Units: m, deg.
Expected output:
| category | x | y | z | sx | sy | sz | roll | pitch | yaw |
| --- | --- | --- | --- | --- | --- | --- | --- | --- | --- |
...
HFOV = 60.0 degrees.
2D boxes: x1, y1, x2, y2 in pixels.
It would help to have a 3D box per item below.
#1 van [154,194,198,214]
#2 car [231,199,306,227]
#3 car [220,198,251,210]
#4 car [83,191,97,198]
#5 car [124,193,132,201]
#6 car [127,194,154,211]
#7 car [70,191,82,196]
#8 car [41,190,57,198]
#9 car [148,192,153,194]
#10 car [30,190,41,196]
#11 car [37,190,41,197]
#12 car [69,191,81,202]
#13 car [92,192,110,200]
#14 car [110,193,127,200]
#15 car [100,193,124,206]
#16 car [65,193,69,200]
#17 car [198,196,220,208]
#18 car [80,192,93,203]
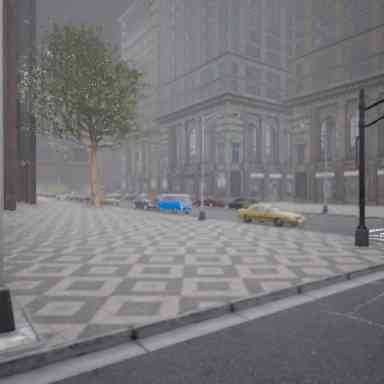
| category | x | y | z | sx | sy | sz | roll | pitch | yaw |
| --- | --- | --- | --- | --- | --- | --- | --- | --- | --- |
| van | -1.579 | 1.075 | 30.790 | 1.690 | 1.788 | 3.998 | 1 | 0 | -35 |
| car | 4.985 | 1.383 | 21.459 | 1.752 | 1.417 | 4.829 | 1 | 0 | -35 |
| car | 5.386 | 1.292 | 35.705 | 1.947 | 1.339 | 4.313 | 1 | 0 | -35 |
| car | -23.712 | 0.563 | 77.047 | 1.887 | 1.381 | 4.507 | 1 | 0 | -35 |
| car | -10.780 | 0.886 | 58.675 | 2.008 | 1.369 | 4.403 | 1 | 0 | -35 |
| car | -4.814 | 1.214 | 35.385 | 2.008 | 1.369 | 4.403 | 1 | 0 | -35 |
| car | -30.178 | 0.447 | 86.233 | 1.802 | 1.307 | 4.206 | 1 | 0 | -35 |
| car | -30.678 | 0.467 | 72.136 | 1.967 | 1.590 | 4.097 | 1 | 0 | -35 |
| car | -4.314 | 1.050 | 49.488 | 2.008 | 1.369 | 4.403 | 1 | 0 | -35 |
| car | -40.379 | 0.237 | 85.918 | 1.967 | 1.590 | 4.097 | 1 | 0 | -35 |
| car | -37.145 | 0.313 | 81.324 | 1.967 | 1.590 | 4.097 | 1 | 0 | -35 |
| car | -17.748 | 0.894 | 53.763 | 2.008 | 1.369 | 4.403 | 1 | 0 | -35 |
| car | -17.311 | 0.793 | 63.309 | 1.994 | 1.385 | 4.181 | 0 | 1 | -35 |
| car | -14.013 | 0.837 | 63.268 | 1.802 | 1.307 | 4.206 | 1 | 0 | -35 |
| car | -11.184 | 1.035 | 44.437 | 1.752 | 1.417 | 4.829 | 1 | 0 | -35 |
| car | -20.981 | 0.814 | 58.356 | 2.008 | 1.369 | 4.403 | 1 | 0 | -35 |
| car | 2.154 | 1.200 | 40.298 | 1.887 | 1.381 | 4.507 | 1 | 0 | -35 |
| car | -14.514 | 0.976 | 49.169 | 2.008 | 1.369 | 4.403 | 1 | 0 | -35 |
